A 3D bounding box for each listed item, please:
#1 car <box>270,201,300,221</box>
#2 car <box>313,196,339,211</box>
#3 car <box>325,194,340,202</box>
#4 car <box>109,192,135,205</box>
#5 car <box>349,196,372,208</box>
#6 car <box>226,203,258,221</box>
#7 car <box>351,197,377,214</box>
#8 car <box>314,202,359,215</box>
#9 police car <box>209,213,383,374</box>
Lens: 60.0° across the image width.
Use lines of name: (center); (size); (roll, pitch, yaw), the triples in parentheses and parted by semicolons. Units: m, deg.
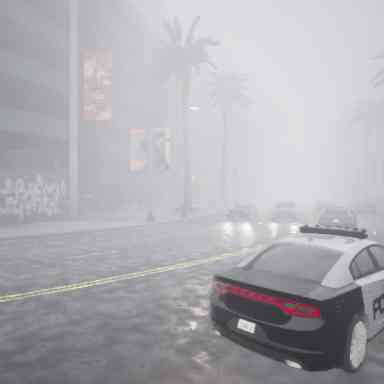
car: (7.325, 1.492, 25.930); (1.837, 1.490, 4.892); (0, 0, 20)
car: (14.031, 1.508, 35.234); (1.812, 1.442, 4.674); (0, 0, 16)
car: (32.877, 1.318, 77.300); (2.185, 1.767, 4.553); (0, 0, 16)
car: (-10.836, 0.982, 51.444); (2.435, 2.045, 5.566); (0, 0, 16)
car: (24.785, 1.461, 49.062); (2.231, 1.521, 4.892); (0, 0, 16)
car: (4.193, 1.583, 27.480); (1.895, 1.301, 4.718); (0, 0, 20)
car: (17.243, 1.551, 33.741); (1.994, 1.385, 4.181); (0, 0, 17)
car: (8.839, 1.556, 20.118); (1.994, 1.385, 4.181); (0, 0, 26)
police car: (2.533, 1.422, 5.861); (5.238, 1.638, 1.930); (0, 1, -44)
